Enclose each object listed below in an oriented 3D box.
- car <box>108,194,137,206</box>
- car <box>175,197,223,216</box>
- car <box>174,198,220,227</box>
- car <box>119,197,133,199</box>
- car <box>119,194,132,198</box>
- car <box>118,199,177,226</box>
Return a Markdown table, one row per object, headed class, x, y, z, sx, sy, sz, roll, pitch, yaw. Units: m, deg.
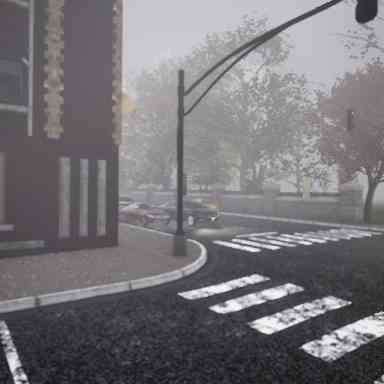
| class | x | y | z | sx | sy | sz | roll | pitch | yaw |
| --- | --- | --- | --- | --- | --- | --- | --- | --- | --- |
| car | -9.141 | 0.985 | 43.574 | 2.008 | 1.369 | 4.403 | 2 | 0 | -36 |
| car | 0.503 | 1.253 | 30.259 | 1.752 | 1.417 | 4.829 | 2 | 0 | -36 |
| car | -0.273 | 1.291 | 21.393 | 1.837 | 1.490 | 4.892 | 1 | 1 | -39 |
| car | -6.188 | 1.223 | 25.209 | 1.802 | 1.307 | 4.206 | 2 | 0 | -36 |
| car | -6.134 | 1.111 | 29.534 | 1.837 | 1.490 | 4.892 | 1 | 1 | -36 |
| car | -2.940 | 1.322 | 20.725 | 1.802 | 1.307 | 4.206 | 2 | 0 | -36 |
